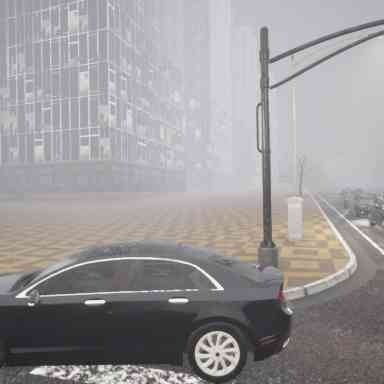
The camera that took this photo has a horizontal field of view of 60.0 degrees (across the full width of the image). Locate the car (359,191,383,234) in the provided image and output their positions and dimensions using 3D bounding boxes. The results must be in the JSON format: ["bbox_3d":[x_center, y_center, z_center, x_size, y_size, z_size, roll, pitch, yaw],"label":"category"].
[{"bbox_3d":[8.982,0.928,14.429,2.128,1.511,4.902,-1,2,18],"label":"car"}]

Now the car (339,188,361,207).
[{"bbox_3d":[13.007,0.453,26.793,2.128,1.511,4.902,-1,2,18],"label":"car"}]

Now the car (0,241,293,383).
[{"bbox_3d":[-1.094,1.505,4.778,4.892,1.490,1.837,0,0,0],"label":"car"}]

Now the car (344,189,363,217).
[{"bbox_3d":[11.022,0.759,20.726,1.994,1.385,4.181,-1,2,17],"label":"car"}]
